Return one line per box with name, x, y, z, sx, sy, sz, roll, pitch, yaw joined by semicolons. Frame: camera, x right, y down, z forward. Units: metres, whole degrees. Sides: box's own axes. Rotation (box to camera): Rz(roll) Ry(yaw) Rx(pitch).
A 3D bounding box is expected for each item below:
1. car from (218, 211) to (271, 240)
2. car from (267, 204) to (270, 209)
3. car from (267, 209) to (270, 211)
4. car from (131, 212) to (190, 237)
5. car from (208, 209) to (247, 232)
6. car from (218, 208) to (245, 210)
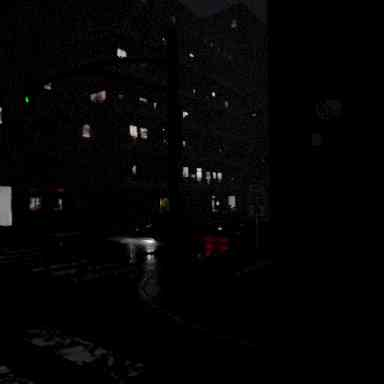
car;3.702;2.023;19.744;2.008;1.369;4.403;-2;-2;35
car;10.944;2.464;40.065;1.837;1.490;4.892;-1;-2;36
car;6.902;2.130;24.254;2.008;1.369;4.403;-2;-2;35
car;-1.945;2.046;21.993;1.812;1.442;4.674;-1;-2;35
car;3.121;2.166;23.766;1.895;1.301;4.718;-1;-2;35
car;3.243;2.357;34.008;2.008;1.369;4.403;-2;-2;35
